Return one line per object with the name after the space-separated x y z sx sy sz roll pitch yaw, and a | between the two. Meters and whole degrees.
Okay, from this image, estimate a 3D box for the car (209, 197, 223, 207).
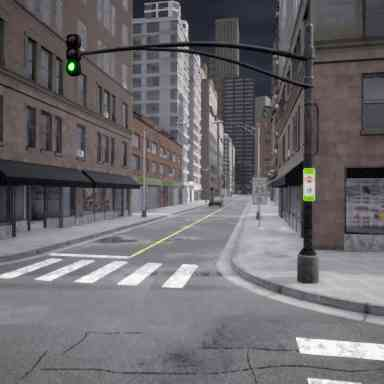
3.728 1.468 51.205 1.882 1.535 5.008 0 0 11 | car
